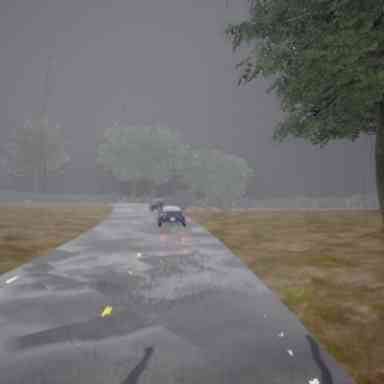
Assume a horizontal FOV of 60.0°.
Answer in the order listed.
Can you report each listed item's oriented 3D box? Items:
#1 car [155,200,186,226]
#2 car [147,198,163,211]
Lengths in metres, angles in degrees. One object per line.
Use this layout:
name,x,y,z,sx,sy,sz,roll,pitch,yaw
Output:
car,-1.519,1.571,23.633,1.812,1.442,4.674,0,0,-7
car,-4.215,1.459,39.889,1.837,1.490,4.892,-1,1,-12
